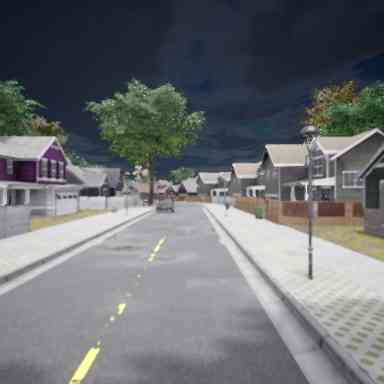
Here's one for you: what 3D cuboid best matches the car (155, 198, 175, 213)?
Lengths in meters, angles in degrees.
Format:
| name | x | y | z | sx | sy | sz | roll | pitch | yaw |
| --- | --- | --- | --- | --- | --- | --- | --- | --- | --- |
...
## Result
| name | x | y | z | sx | sy | sz | roll | pitch | yaw |
| --- | --- | --- | --- | --- | --- | --- | --- | --- | --- |
| car | -2.834 | 1.460 | 35.988 | 1.837 | 1.490 | 4.892 | 0 | 0 | 0 |
